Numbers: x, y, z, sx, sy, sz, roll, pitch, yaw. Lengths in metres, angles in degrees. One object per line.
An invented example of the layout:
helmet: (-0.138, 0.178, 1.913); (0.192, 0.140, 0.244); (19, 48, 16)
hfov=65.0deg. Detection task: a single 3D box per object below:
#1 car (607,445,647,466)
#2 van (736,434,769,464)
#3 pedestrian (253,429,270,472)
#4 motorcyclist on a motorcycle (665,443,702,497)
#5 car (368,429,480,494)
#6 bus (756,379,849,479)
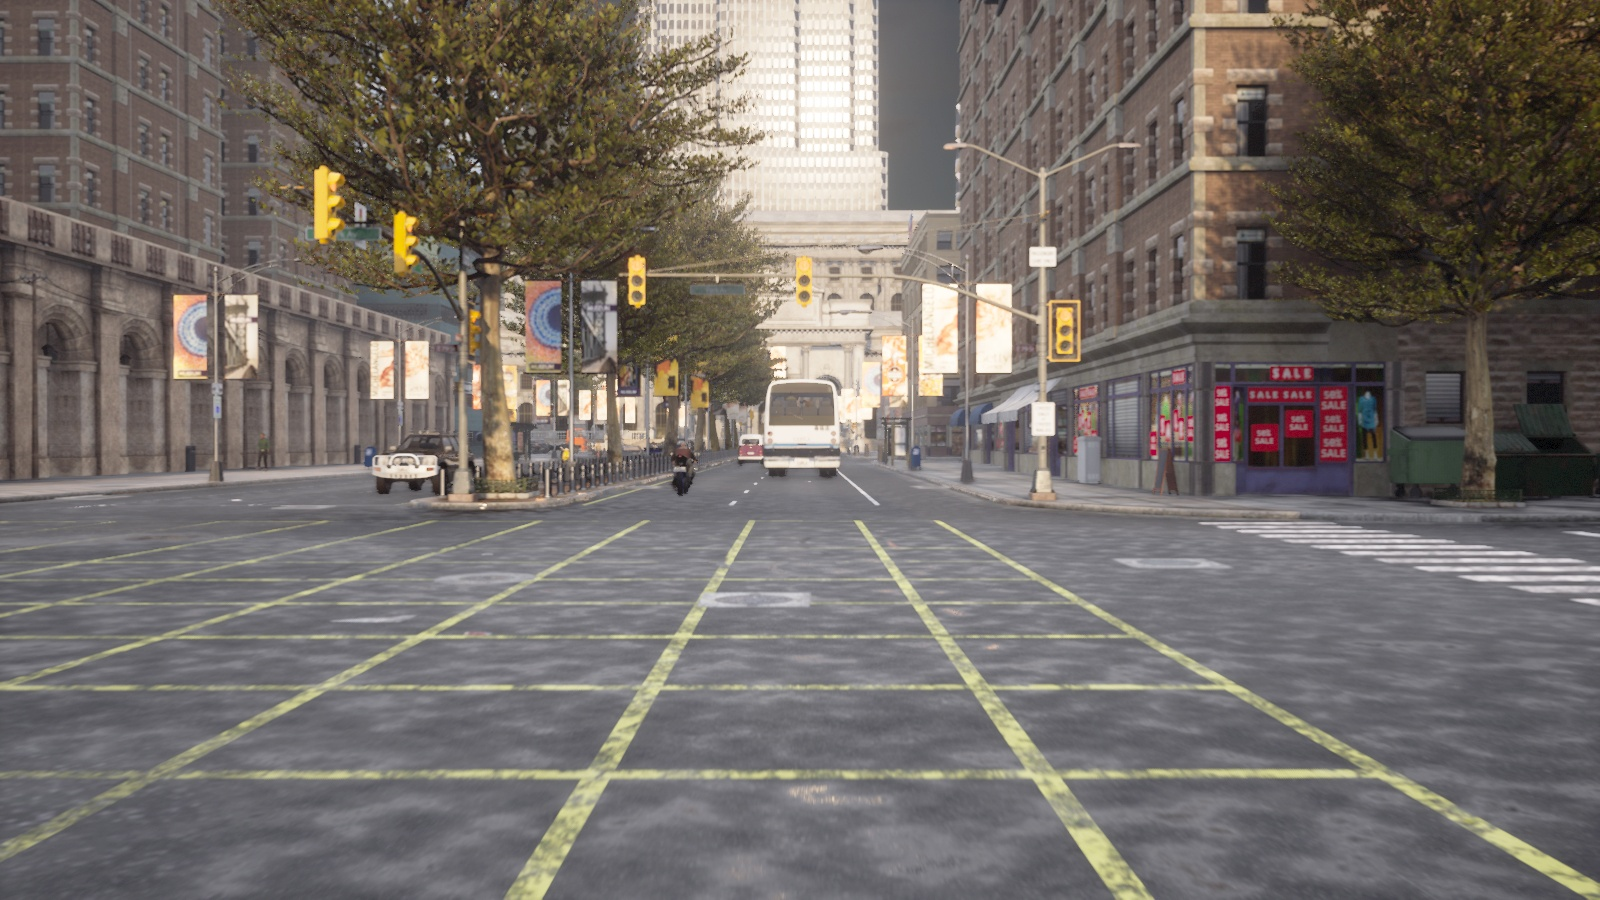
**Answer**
car: (-11.242, 0.334, 81.839); (1.895, 1.301, 4.718); (0, 0, 0)
van: (-3.244, -0.065, 86.425); (2.069, 2.038, 4.480); (0, 0, 1)
pedestrian: (-24.878, 0.027, 58.038); (0.423, 1.949, 0.788); (0, 0, 0)
motorcyclist on a motorcycle: (-3.376, 0.554, 36.441); (0.866, 1.530, 2.191); (0, 0, 0)
car: (-11.310, 0.320, 38.072); (1.932, 1.855, 4.605); (0, 0, 1)
bus: (0.142, -0.988, 58.294); (3.944, 4.253, 10.273); (0, 1, 1)
